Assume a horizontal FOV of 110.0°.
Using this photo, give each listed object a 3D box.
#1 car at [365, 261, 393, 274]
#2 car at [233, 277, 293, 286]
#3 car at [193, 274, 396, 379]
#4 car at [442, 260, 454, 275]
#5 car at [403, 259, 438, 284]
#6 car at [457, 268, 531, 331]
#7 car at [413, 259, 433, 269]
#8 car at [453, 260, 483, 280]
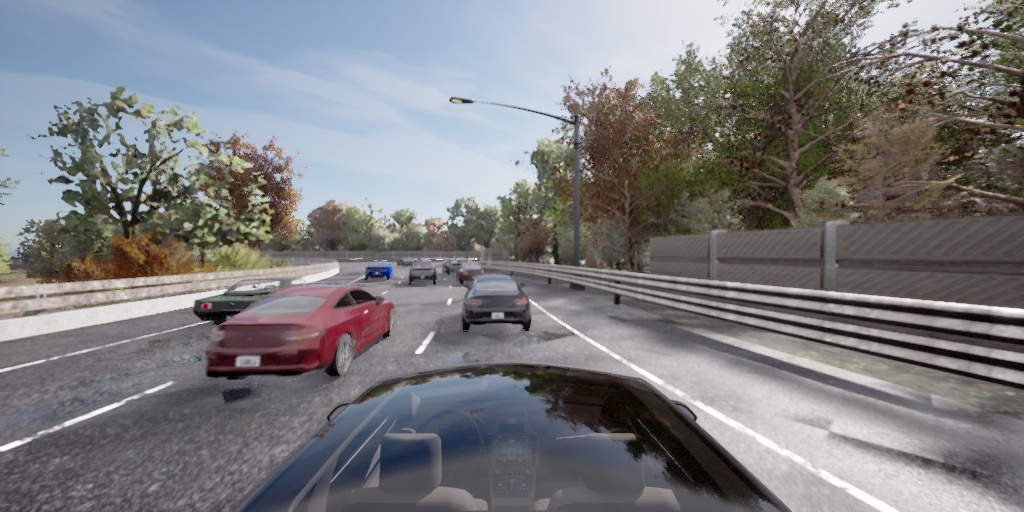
[{"bbox_3d":[-11.168,1.172,30.325,1.882,1.535,5.008,0,0,-15],"label":"car"},{"bbox_3d":[-7.542,1.334,11.626,1.895,1.301,4.718,0,0,-5],"label":"car"},{"bbox_3d":[-3.732,1.266,7.189,1.812,1.442,4.674,0,0,-3],"label":"car"},{"bbox_3d":[-6.280,1.165,38.087,2.128,1.511,4.902,0,0,-18],"label":"car"},{"bbox_3d":[-6.513,1.191,26.298,2.128,1.511,4.902,0,0,-13],"label":"car"},{"bbox_3d":[-0.518,1.256,10.896,1.812,1.442,4.674,0,0,-4],"label":"car"},{"bbox_3d":[-13.492,1.168,54.319,1.812,1.442,4.674,0,0,-28],"label":"car"},{"bbox_3d":[-3.055,1.223,26.366,1.812,1.442,4.674,0,0,-13],"label":"car"}]
